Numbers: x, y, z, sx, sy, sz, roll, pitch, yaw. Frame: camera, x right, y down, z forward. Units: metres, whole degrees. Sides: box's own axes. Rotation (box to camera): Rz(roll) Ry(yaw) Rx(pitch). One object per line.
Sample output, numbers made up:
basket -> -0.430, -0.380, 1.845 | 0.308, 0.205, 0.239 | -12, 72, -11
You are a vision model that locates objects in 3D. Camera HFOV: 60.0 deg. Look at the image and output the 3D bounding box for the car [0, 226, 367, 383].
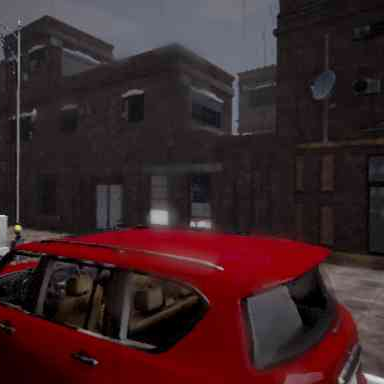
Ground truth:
car -> -0.926, 1.319, 3.515 | 5.009, 1.841, 2.192 | 0, 1, 36
